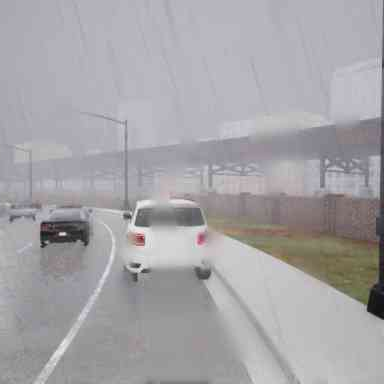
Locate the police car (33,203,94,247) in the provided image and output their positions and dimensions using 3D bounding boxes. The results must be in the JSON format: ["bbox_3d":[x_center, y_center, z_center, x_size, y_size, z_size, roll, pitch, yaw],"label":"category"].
[{"bbox_3d":[-5.659,1.441,15.419,1.930,1.638,5.238,0,0,-14],"label":"police car"}]

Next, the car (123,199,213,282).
[{"bbox_3d":[-0.868,1.218,10.004,2.150,2.045,5.566,0,0,-9],"label":"car"}]

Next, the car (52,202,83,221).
[{"bbox_3d":[-10.893,1.609,28.857,1.994,1.385,4.181,-1,0,-28],"label":"car"}]

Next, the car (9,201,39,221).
[{"bbox_3d":[-14.549,1.680,28.457,1.895,1.301,4.718,-1,0,-29],"label":"car"}]

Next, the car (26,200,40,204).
[{"bbox_3d":[-21.038,1.718,42.839,1.895,1.301,4.718,-1,0,-43],"label":"car"}]
